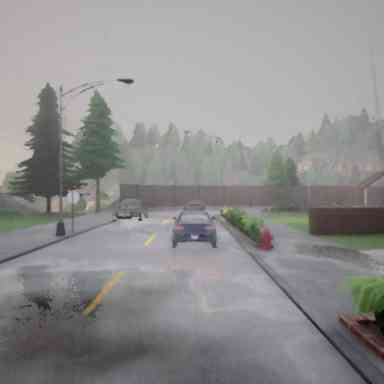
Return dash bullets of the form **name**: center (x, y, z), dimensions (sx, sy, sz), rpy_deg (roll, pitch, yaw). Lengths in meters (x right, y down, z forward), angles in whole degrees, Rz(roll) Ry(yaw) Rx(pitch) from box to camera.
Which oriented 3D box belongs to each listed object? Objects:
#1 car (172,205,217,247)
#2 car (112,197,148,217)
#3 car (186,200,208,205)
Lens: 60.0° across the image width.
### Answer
- **car**: center (0.088, 1.543, 14.950), dimensions (1.812, 1.442, 4.674), rpy_deg (0, 0, 0)
- **car**: center (-4.008, 1.140, 22.108), dimensions (1.837, 1.490, 4.892), rpy_deg (0, 0, 0)
- **car**: center (0.423, 1.530, 32.599), dimensions (2.128, 1.511, 4.902), rpy_deg (0, 0, 5)
